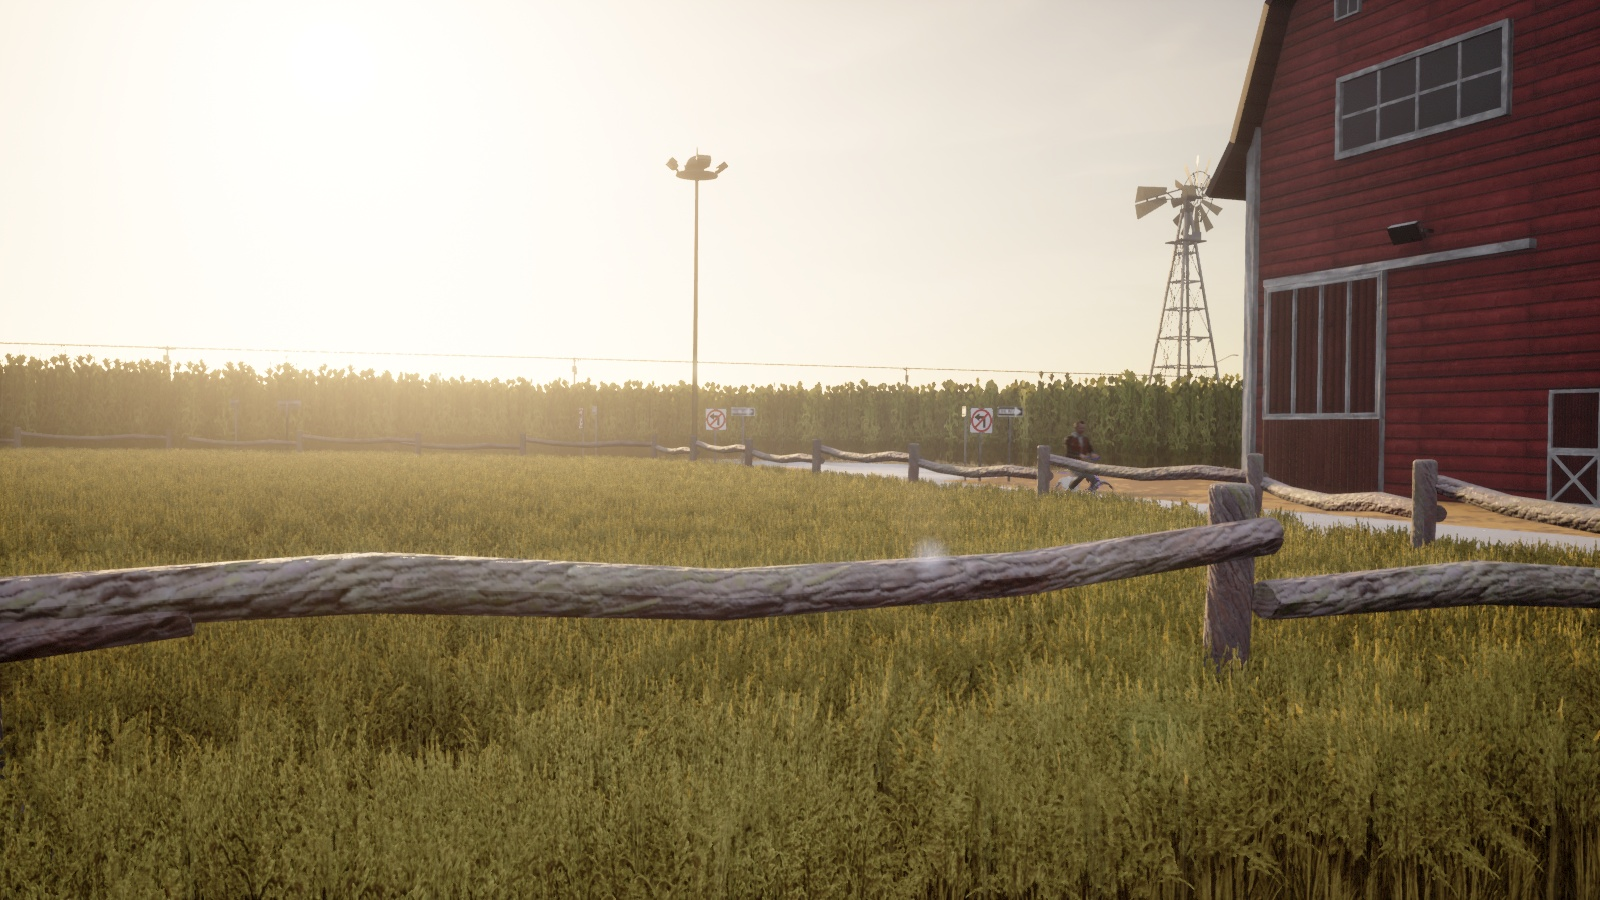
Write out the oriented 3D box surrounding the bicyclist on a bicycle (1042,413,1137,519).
[{"bbox_3d":[5.058,0.255,22.074,0.659,1.776,1.843,-1,1,-23],"label":"bicyclist on a bicycle"}]
